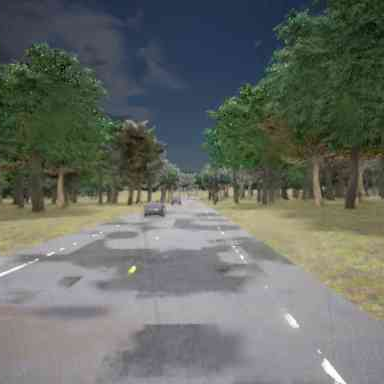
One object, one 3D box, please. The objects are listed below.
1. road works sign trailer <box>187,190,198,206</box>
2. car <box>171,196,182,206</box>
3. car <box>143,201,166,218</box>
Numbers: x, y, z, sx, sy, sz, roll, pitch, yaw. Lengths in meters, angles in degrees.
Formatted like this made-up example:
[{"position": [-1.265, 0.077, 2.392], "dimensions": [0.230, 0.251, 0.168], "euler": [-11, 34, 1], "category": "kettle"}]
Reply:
[{"position": [0.075, 1.351, 77.137], "dimensions": [2.380, 3.560, 2.880], "euler": [0, -2, -2], "category": "road works sign trailer"}, {"position": [-3.492, 1.998, 74.886], "dimensions": [2.150, 2.045, 5.566], "euler": [0, -1, 0], "category": "car"}, {"position": [-3.592, 1.709, 32.819], "dimensions": [1.837, 1.490, 4.892], "euler": [0, -1, 0], "category": "car"}]
